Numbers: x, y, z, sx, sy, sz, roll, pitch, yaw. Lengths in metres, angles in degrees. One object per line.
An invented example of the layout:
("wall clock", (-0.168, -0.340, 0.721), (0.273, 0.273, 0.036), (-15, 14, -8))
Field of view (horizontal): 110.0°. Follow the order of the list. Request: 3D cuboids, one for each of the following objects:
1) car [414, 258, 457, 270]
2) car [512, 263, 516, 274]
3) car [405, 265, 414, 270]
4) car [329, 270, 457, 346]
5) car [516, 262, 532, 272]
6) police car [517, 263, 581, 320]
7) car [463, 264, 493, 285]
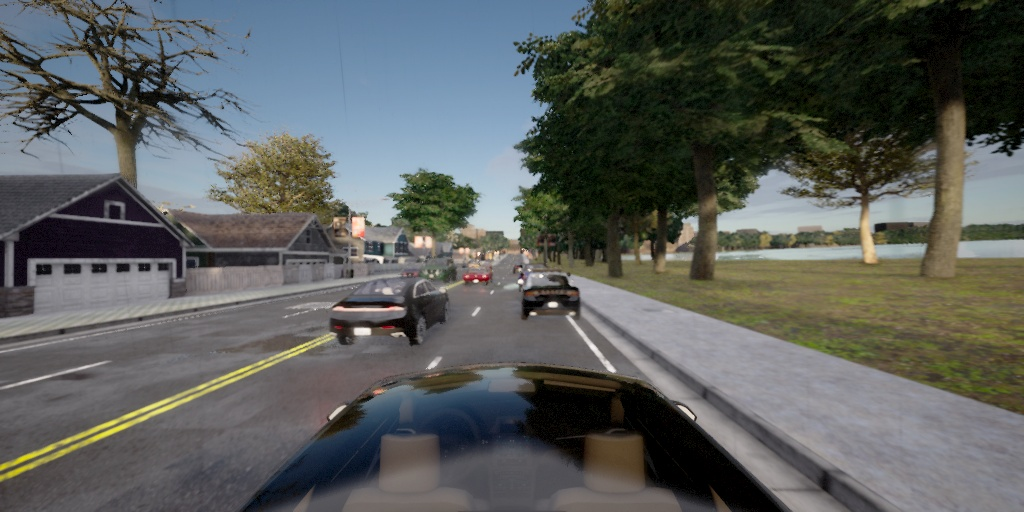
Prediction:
("car", (-5.955, 1.170, 29.530), (2.150, 2.045, 5.566), (0, 0, 1))
("car", (1.090, 1.647, 48.759), (1.837, 1.490, 4.892), (0, -1, 2))
("car", (-9.103, 1.574, 34.137), (1.994, 1.385, 4.181), (0, -1, 1))
("car", (-2.941, 1.310, 9.608), (2.128, 1.511, 4.902), (0, 0, 1))
("car", (1.475, 1.210, 22.957), (2.097, 1.767, 4.553), (0, 0, 1))
("police car", (1.260, 1.236, 13.098), (1.930, 1.638, 5.238), (0, 0, 1))
("car", (-2.538, 1.518, 27.991), (1.895, 1.301, 4.718), (0, 0, 1))
